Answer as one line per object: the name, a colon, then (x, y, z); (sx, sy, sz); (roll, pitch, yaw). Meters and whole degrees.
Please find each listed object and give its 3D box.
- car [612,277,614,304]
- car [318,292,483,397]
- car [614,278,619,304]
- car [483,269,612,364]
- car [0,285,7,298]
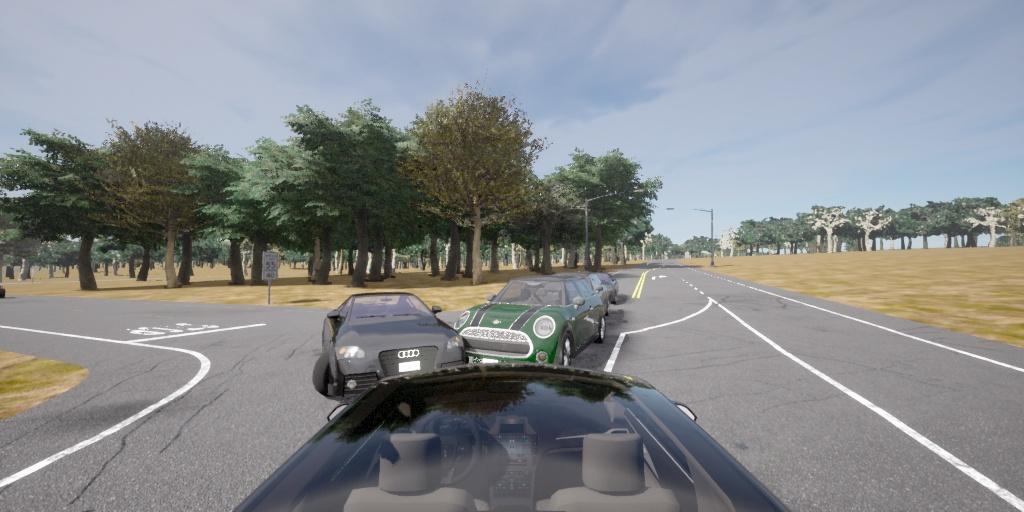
car: (2.024, 1.344, 12.134); (2.097, 1.767, 4.553); (-1, -1, 21)
car: (-2.354, 1.376, 6.616); (1.994, 1.385, 4.181); (1, -2, -29)
car: (4.217, 1.509, 17.861); (1.994, 1.385, 4.181); (-1, 0, 19)
car: (0.617, 1.218, 7.821); (2.097, 1.767, 4.553); (-1, -2, 26)
car: (-40.860, 2.561, 27.378); (4.181, 1.385, 1.994); (-2, -3, 22)
